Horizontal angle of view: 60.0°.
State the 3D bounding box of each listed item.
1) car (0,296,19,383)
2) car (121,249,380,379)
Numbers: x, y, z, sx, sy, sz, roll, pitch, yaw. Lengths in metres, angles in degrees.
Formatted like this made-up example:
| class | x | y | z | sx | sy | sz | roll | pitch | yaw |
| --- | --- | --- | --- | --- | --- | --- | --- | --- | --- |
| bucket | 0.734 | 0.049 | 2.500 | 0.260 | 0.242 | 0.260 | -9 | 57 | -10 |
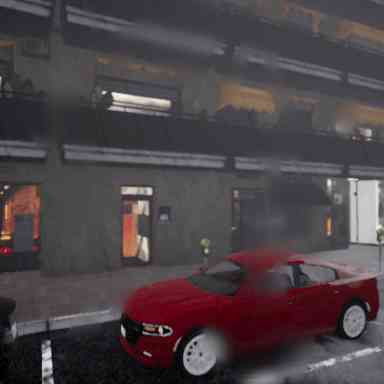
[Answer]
| class | x | y | z | sx | sy | sz | roll | pitch | yaw |
| --- | --- | --- | --- | --- | --- | --- | --- | --- | --- |
| car | -4.064 | 1.691 | 3.206 | 4.313 | 1.339 | 1.947 | 0 | -1 | -25 |
| car | 1.089 | 1.704 | 5.574 | 4.507 | 1.381 | 1.887 | 0 | -1 | -25 |
